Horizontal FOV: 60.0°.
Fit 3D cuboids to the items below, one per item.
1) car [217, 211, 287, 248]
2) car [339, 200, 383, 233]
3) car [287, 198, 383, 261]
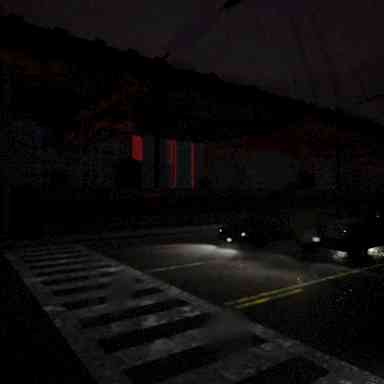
[{"bbox_3d":[3.700,1.582,15.212,5.357,1.411,2.033,0,0,-35],"label":"car"},{"bbox_3d":[11.382,1.413,20.620,4.553,1.767,2.097,0,0,-35],"label":"car"},{"bbox_3d":[6.443,1.258,12.873,5.566,2.045,2.150,0,0,-36],"label":"car"}]
